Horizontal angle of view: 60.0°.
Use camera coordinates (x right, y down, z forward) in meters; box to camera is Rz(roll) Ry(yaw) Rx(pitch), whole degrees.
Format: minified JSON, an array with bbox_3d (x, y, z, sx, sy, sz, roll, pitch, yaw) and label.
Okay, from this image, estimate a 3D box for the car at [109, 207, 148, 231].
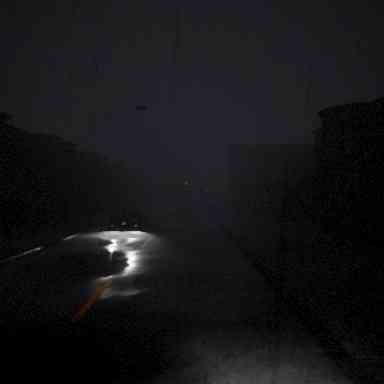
[{"bbox_3d":[-4.085,1.712,21.904,1.994,1.385,4.181,0,0,0],"label":"car"}]
